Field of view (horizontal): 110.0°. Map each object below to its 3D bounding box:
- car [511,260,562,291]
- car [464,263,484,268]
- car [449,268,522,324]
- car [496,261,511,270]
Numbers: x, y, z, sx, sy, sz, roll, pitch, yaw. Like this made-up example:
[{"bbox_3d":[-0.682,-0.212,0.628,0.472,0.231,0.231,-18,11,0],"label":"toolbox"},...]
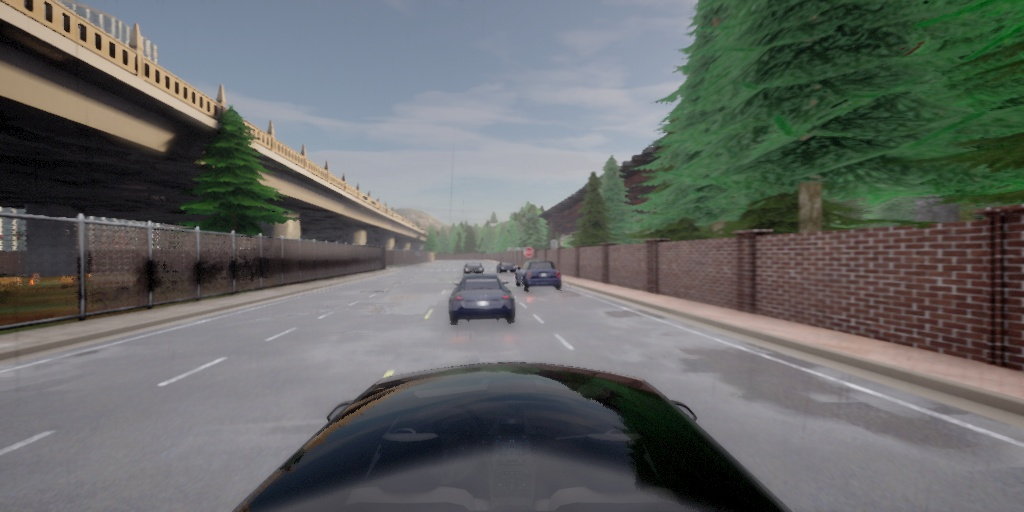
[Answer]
[{"bbox_3d":[1.445,1.019,21.126,2.097,1.767,4.553,-1,0,-7],"label":"car"},{"bbox_3d":[-3.710,1.277,34.686,1.895,1.301,4.718,-1,0,-7],"label":"car"},{"bbox_3d":[-1.025,1.289,11.995,1.994,1.385,4.181,-1,0,-6],"label":"car"},{"bbox_3d":[-0.606,1.230,38.142,1.895,1.301,4.718,-1,0,-7],"label":"car"}]
